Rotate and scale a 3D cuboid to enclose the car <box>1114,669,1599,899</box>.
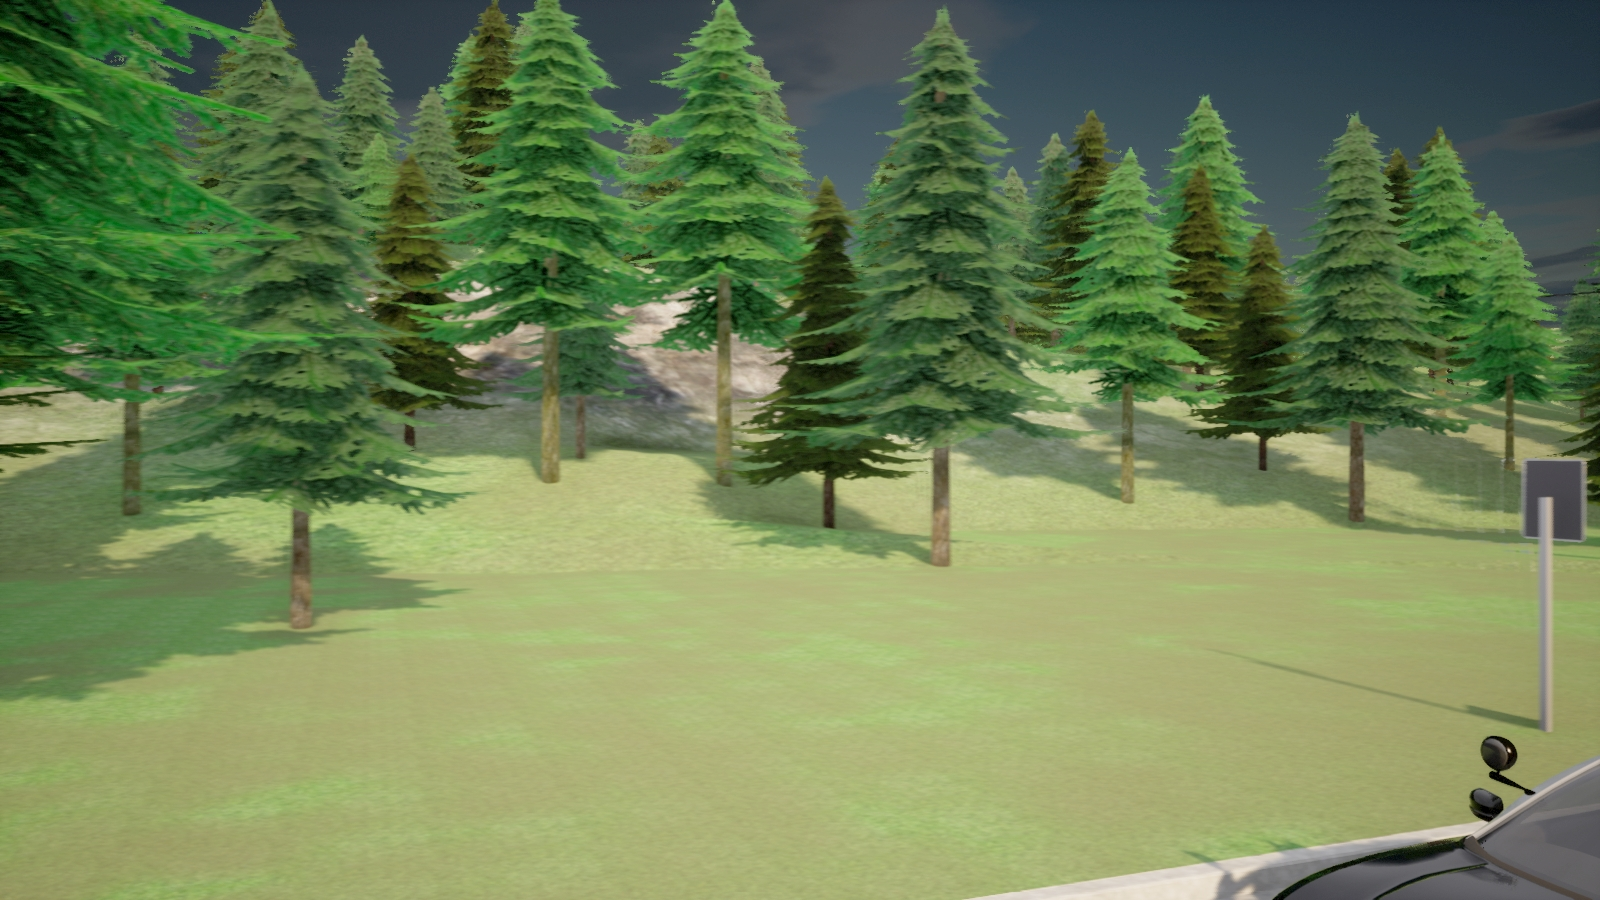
[{"bbox_3d":[4.205,1.982,4.942,5.238,1.638,2.097,0,0,-20],"label":"car"}]
